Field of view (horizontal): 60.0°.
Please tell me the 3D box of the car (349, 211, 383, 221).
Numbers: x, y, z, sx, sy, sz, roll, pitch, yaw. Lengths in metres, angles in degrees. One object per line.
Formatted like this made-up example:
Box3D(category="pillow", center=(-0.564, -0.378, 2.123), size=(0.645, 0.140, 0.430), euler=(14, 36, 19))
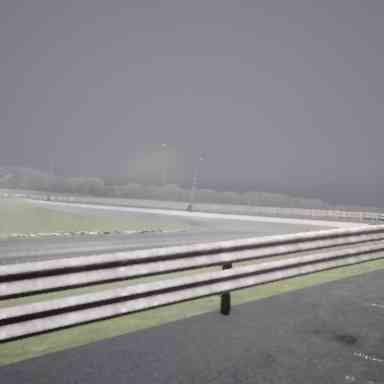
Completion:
Box3D(category="car", center=(22.457, 3.144, 41.702), size=(5.008, 1.535, 1.882), euler=(3, -2, 18))
